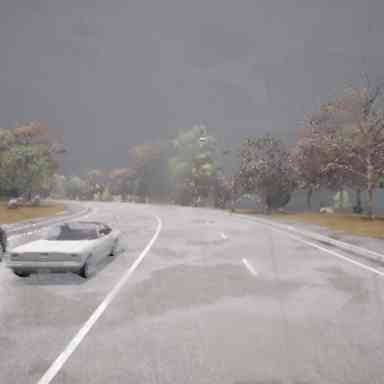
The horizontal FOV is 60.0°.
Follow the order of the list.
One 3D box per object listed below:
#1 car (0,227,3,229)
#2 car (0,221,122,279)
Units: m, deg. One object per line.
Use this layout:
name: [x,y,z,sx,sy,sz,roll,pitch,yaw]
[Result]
car: [-7.082,1.517,9.226,1.837,1.490,4.892,0,-1,0]
car: [-3.578,1.613,10.252,1.895,1.301,4.718,0,0,0]
